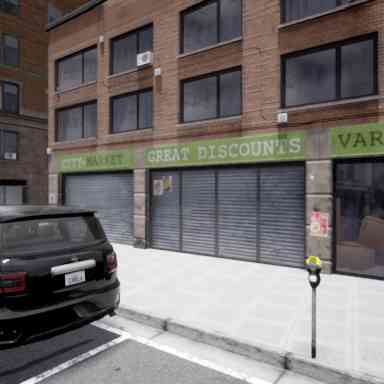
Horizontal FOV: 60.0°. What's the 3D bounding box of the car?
[{"bbox_3d":[-3.711,1.223,5.928,5.566,2.045,2.150,0,0,36],"label":"car"}]
